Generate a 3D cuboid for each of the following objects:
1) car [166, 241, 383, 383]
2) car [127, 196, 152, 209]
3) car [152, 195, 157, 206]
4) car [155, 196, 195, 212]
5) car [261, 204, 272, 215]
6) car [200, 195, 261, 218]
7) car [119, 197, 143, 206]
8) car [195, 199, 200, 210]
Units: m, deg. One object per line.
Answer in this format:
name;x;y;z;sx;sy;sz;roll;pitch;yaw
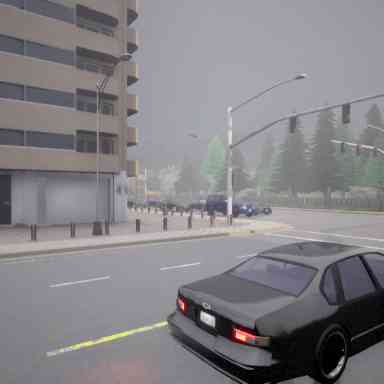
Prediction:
car;2.238;1.547;5.377;5.357;1.411;2.033;0;0;-35
car;-8.169;1.560;47.860;1.837;1.490;4.892;0;0;-36
car;-4.853;1.407;49.248;2.097;1.767;4.553;0;0;-36
car;-2.089;1.560;39.408;1.837;1.490;4.892;0;0;-36
car;6.127;1.619;33.990;1.994;1.385;4.181;0;0;-36
car;3.506;1.277;31.639;2.150;2.045;5.566;0;0;-36
car;-10.625;1.602;57.330;2.033;1.411;5.357;0;0;-35
car;1.094;1.581;40.992;1.812;1.442;4.674;0;0;-36
